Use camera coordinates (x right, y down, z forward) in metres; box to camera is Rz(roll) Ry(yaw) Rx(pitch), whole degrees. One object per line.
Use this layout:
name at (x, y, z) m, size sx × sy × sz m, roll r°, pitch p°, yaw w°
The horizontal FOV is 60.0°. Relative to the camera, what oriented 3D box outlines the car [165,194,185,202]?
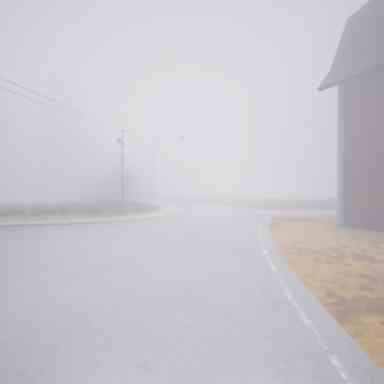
car at (-3.052, 1.071, 58.426) m, size 2.033 × 1.411 × 5.357 m, roll 0°, pitch 1°, yaw -24°
